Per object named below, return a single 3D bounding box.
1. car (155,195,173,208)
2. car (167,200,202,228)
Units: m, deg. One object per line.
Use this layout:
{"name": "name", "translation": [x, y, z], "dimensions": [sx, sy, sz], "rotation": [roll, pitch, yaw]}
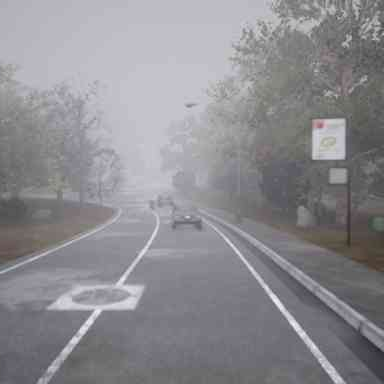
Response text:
{"name": "car", "translation": [-3.464, 1.060, 41.236], "dimensions": [2.128, 1.511, 4.902], "rotation": [-1, 3, -12]}
{"name": "car", "translation": [-0.454, 1.503, 21.832], "dimensions": [2.033, 1.411, 5.357], "rotation": [0, 0, -4]}
